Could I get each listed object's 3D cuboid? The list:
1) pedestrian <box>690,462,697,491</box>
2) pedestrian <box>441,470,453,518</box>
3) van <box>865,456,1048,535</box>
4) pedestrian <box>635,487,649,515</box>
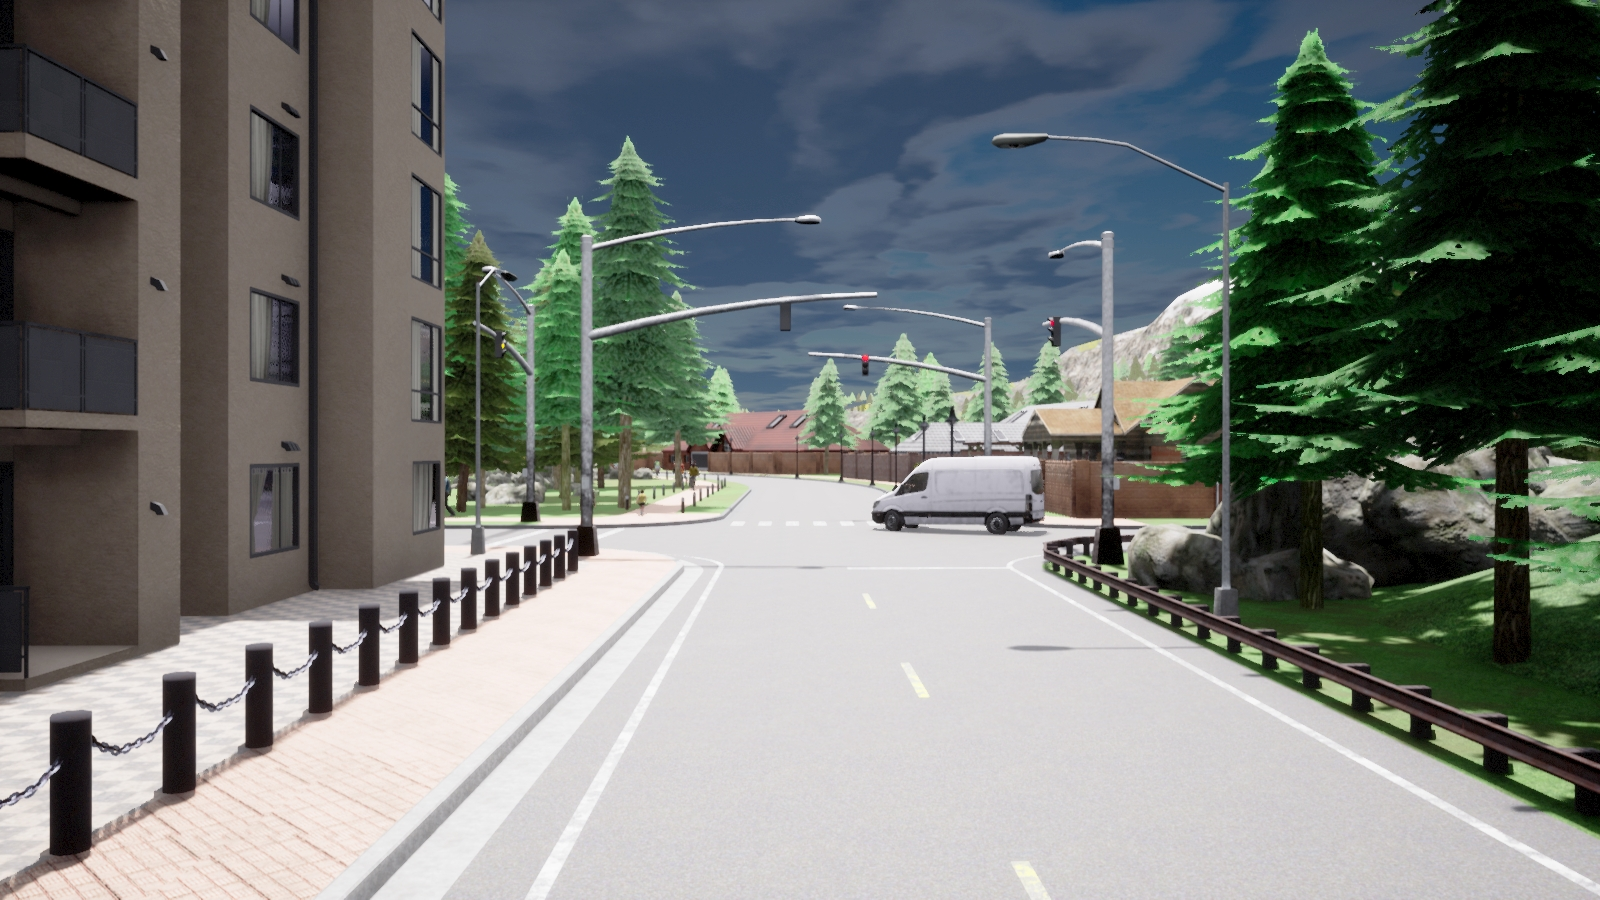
[{"bbox_3d":[-6.950,1.708,74.503,0.375,1.860,0.375,0,0,-1],"label":"pedestrian"},{"bbox_3d":[-13.826,1.704,44.758,0.375,1.860,0.375,0,0,-1],"label":"pedestrian"},{"bbox_3d":[5.362,1.529,39.358,5.915,2.561,1.988,-1,-1,26],"label":"van"},{"bbox_3d":[-6.390,2.074,46.250,0.500,1.100,0.500,0,0,1],"label":"pedestrian"}]
